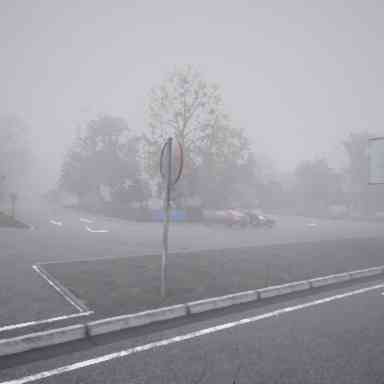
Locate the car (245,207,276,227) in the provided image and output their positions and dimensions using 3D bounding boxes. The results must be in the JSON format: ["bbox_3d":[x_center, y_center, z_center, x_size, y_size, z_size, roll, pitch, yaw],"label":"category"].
[{"bbox_3d":[5.456,2.208,30.404,2.185,1.767,4.553,3,-2,-35],"label":"car"}]

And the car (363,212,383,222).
[{"bbox_3d":[25.338,3.394,44.389,2.002,1.452,4.674,3,-2,-35],"label":"car"}]

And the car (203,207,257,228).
[{"bbox_3d":[2.905,2.242,28.514,2.002,1.452,4.674,3,-2,-36],"label":"car"}]
